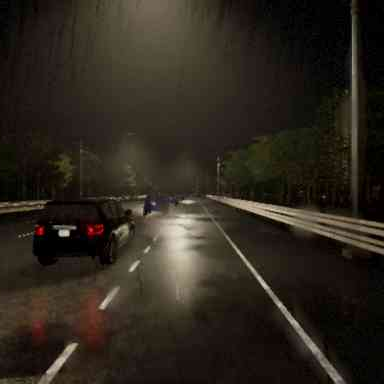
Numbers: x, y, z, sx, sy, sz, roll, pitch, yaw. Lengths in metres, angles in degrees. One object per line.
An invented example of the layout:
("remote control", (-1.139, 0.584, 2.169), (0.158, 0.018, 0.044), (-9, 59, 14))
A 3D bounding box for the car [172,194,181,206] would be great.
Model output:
("car", (-3.428, 1.276, 56.557), (2.150, 2.045, 5.566), (0, 0, 0))

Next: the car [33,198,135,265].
("car", (-3.501, 1.225, 11.800), (2.150, 2.045, 5.566), (0, 0, 0))

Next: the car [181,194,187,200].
("car", (-3.255, 1.460, 94.677), (2.097, 1.767, 4.553), (0, 0, 0))

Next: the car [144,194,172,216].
("car", (-3.490, 1.244, 33.396), (2.150, 2.045, 5.566), (0, 0, 0))
